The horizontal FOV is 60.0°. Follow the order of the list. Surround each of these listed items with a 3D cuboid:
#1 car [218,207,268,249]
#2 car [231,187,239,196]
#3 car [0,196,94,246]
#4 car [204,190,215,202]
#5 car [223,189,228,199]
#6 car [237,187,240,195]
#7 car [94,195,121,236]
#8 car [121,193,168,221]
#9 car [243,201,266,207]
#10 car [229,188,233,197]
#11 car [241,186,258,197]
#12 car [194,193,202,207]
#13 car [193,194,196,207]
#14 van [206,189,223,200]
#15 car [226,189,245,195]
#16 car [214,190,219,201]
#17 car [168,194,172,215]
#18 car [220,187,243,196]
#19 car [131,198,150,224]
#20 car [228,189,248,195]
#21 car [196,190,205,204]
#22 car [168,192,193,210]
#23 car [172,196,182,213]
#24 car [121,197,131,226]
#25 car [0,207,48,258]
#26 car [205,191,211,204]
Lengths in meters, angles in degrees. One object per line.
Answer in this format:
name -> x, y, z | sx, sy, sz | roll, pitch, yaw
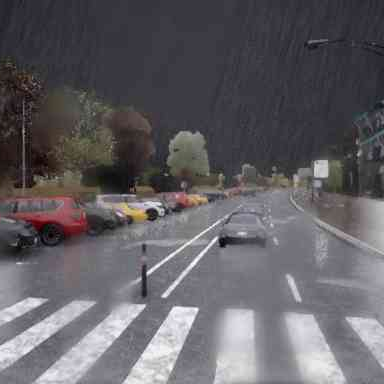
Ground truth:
car -> 2.334, 1.568, 14.736 | 1.994, 1.385, 4.181 | 0, 0, 11
car -> 7.388, 0.341, 75.028 | 4.892, 1.521, 2.231 | -1, 1, -4
car -> -7.435, 1.235, 14.407 | 5.566, 2.045, 2.435 | -1, 0, -9
car -> 0.443, 0.995, 49.209 | 5.008, 1.535, 2.097 | -1, 2, -6
car -> 3.408, 0.696, 60.719 | 5.008, 1.535, 2.097 | -1, 1, -5
car -> 8.256, 0.146, 77.868 | 4.553, 1.767, 2.185 | -1, 1, -4
car -> -6.790, 1.234, 17.339 | 5.566, 2.045, 2.435 | -1, 0, -9
car -> -4.954, 1.208, 26.065 | 5.566, 2.045, 2.435 | -1, 0, -8
car -> 5.474, 1.476, 29.423 | 2.033, 1.411, 5.357 | 0, 1, 13
car -> 4.978, 0.551, 66.443 | 5.008, 1.535, 2.097 | -1, 1, -5
car -> 12.959, -0.006, 75.093 | 2.150, 2.045, 5.566 | 0, 1, 16
car -> -1.675, 1.220, 40.554 | 5.008, 1.535, 2.097 | -1, 1, -7
car -> -2.370, 1.290, 37.668 | 4.892, 1.521, 2.231 | -1, 1, -7
van -> 2.532, 0.547, 57.821 | 4.442, 1.987, 1.878 | -1, 1, -5
car -> 11.662, 0.047, 89.248 | 4.674, 1.452, 2.002 | -1, 1, -3
car -> 1.157, 0.919, 52.099 | 5.008, 1.535, 2.097 | -1, 1, -6
car -> -4.314, 1.306, 28.966 | 4.553, 1.767, 2.185 | -1, 1, -8
car -> 9.888, -0.113, 83.557 | 5.566, 2.045, 2.435 | -1, 1, -3
car -> -5.787, 1.477, 23.111 | 5.366, 1.575, 1.946 | -1, 0, -8
car -> 12.737, -0.063, 92.090 | 5.366, 1.575, 1.946 | -1, 1, -3
car -> -1.017, 1.020, 43.444 | 4.553, 1.767, 2.185 | -1, 1, -6
car -> -3.066, 1.096, 34.755 | 5.566, 2.045, 2.435 | -1, 1, -7
car -> -3.722, 1.425, 31.859 | 4.792, 1.488, 2.163 | -1, 1, -8
car -> -6.247, 1.359, 20.235 | 4.553, 1.767, 2.185 | -1, 0, -8
car -> -7.979, 1.487, 11.497 | 4.892, 1.521, 2.231 | -1, 0, -9
car -> -0.465, 1.071, 46.308 | 5.366, 1.575, 1.946 | -1, 2, -6
